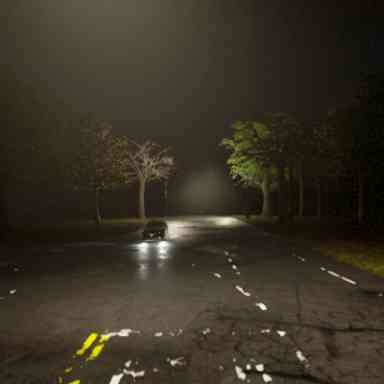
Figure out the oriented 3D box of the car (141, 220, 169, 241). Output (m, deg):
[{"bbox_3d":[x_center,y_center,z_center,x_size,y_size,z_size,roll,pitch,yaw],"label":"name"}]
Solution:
[{"bbox_3d":[-3.010,3.139,27.754,1.837,1.490,4.892,-1,-2,2],"label":"car"}]
